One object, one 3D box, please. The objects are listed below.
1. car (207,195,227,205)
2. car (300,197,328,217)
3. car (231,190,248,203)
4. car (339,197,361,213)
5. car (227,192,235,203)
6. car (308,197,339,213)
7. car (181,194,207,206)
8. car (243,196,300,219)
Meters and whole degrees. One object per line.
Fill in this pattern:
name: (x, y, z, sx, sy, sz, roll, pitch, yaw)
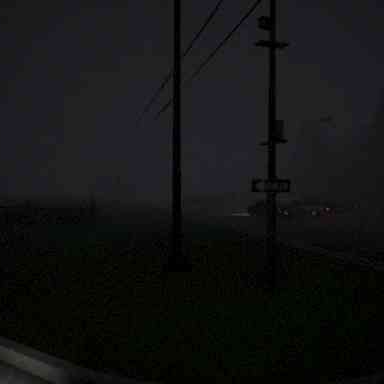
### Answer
car: (2.706, 1.124, 48.546, 2.033, 1.411, 5.357, 0, 1, -18)
car: (9.049, 1.376, 28.641, 1.895, 1.301, 4.718, 0, 1, -18)
car: (7.572, 0.746, 56.335, 2.150, 2.045, 5.566, 0, 1, -18)
car: (14.761, 1.241, 33.770, 2.128, 1.511, 4.902, 0, 1, -18)
car: (4.686, 1.137, 53.859, 1.895, 1.301, 4.718, 0, 1, -18)
car: (11.538, 1.256, 32.359, 1.837, 1.490, 4.892, 0, 1, -18)
car: (-0.032, 1.071, 45.612, 1.882, 1.535, 5.008, 0, 1, -18)
car: (6.128, 1.312, 26.281, 1.812, 1.442, 4.674, 0, 1, -18)
